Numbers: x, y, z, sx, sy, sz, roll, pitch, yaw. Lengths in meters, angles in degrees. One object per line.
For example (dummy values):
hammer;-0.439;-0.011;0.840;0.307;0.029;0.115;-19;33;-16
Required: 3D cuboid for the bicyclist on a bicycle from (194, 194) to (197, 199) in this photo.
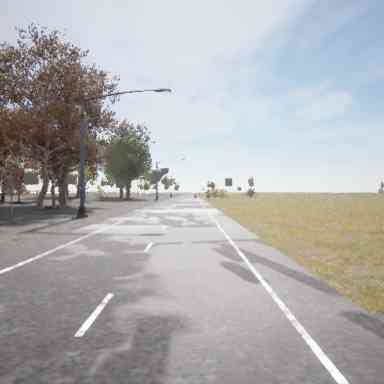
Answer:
bicyclist on a bicycle;0.989;1.517;95.474;0.866;1.612;1.509;2;1;0
